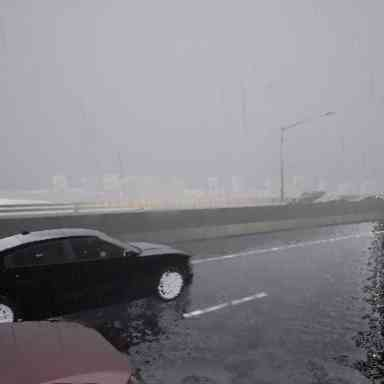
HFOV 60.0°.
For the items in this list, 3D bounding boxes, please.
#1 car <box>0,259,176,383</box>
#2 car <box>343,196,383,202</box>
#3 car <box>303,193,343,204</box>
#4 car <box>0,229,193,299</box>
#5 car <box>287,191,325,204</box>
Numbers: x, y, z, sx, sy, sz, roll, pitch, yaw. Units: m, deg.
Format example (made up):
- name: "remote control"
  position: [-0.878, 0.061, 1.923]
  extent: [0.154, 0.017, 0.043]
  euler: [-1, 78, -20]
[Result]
- name: "car"
  position: [-2.324, 1.572, 2.080]
  extent: [4.181, 1.385, 1.994]
  euler: [-1, 0, -36]
- name: "car"
  position: [17.645, 1.164, 33.339]
  extent: [4.892, 1.490, 1.837]
  euler: [-1, 0, -34]
- name: "car"
  position: [14.559, 1.163, 35.467]
  extent: [4.902, 1.511, 2.128]
  euler: [-1, 0, -34]
- name: "car"
  position: [-2.279, 1.457, 6.411]
  extent: [5.008, 1.535, 1.882]
  euler: [-1, 1, -35]
- name: "car"
  position: [13.677, 0.879, 39.109]
  extent: [5.566, 2.045, 2.150]
  euler: [-1, 0, -34]
